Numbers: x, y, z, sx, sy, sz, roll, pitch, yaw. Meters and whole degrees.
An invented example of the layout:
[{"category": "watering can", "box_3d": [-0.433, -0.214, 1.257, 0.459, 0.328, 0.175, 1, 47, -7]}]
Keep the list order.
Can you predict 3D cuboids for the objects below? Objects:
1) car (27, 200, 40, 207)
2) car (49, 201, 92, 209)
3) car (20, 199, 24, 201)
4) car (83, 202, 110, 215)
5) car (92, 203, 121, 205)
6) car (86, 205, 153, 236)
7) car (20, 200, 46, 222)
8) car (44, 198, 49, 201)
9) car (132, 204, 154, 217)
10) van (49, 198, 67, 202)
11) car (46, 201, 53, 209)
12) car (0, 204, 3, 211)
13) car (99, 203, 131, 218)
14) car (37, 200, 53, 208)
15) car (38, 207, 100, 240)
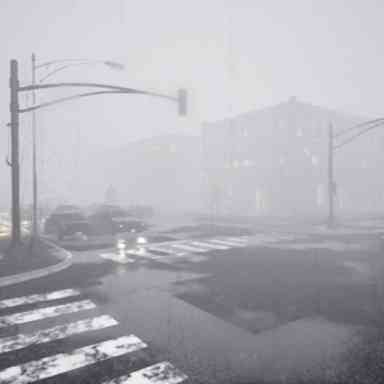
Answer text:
[{"category": "car", "box_3d": [-33.998, 2.352, 71.284, 1.947, 1.339, 4.313, -2, 0, -36]}, {"category": "car", "box_3d": [-10.455, 1.829, 28.357, 1.837, 1.490, 4.892, -1, 0, -36]}, {"category": "car", "box_3d": [-43.649, 2.398, 84.798, 1.967, 1.590, 4.097, -2, 0, -36]}, {"category": "car", "box_3d": [-11.484, 1.952, 39.750, 1.802, 1.307, 4.206, -2, 0, -36]}, {"category": "car", "box_3d": [-7.533, 1.807, 29.789, 1.812, 1.442, 4.674, -1, 0, -35]}, {"category": "car", "box_3d": [-4.759, 1.758, 20.379, 2.033, 1.411, 5.357, -1, 0, -35]}, {"category": "car", "box_3d": [-15.091, 1.843, 30.373, 1.967, 1.590, 4.097, -2, 0, -36]}, {"category": "car", "box_3d": [-24.355, 1.927, 57.768, 2.192, 1.841, 5.009, -2, 0, -36]}, {"category": "car", "box_3d": [-5.053, 1.795, 30.740, 2.008, 1.369, 4.403, -2, 0, -36]}, {"category": "van", "box_3d": [-21.138, 1.894, 53.264, 1.690, 1.788, 3.998, -2, 0, -36]}, {"category": "car", "box_3d": [-16.372, 2.040, 36.655, 1.895, 1.301, 4.718, -1, 0, -36]}, {"category": "car", "box_3d": [-31.070, 2.231, 52.760, 1.752, 1.417, 4.829, -2, 0, -36]}, {"category": "car", "box_3d": [-8.268, 1.890, 35.245, 1.802, 1.307, 4.206, -2, 0, -36]}, {"category": "car", "box_3d": [-27.566, 2.215, 62.274, 1.887, 1.381, 4.507, -2, 0, -36]}, {"category": "car", "box_3d": [-7.124, 1.811, 19.009, 1.947, 1.339, 4.313, -2, 0, -36]}]
